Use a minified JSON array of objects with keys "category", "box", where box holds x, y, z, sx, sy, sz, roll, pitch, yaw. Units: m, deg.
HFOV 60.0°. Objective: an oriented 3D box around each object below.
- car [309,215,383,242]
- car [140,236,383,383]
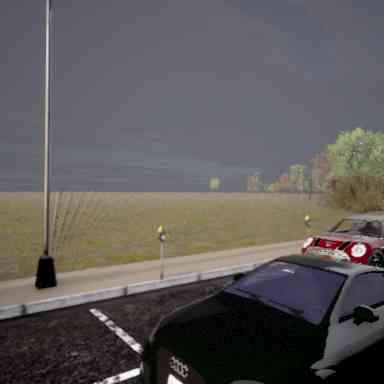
[{"category":"car","box":[4.999,1.419,9.648,4.097,1.590,1.967,0,1,-35]},{"category":"car","box":[1.488,1.556,4.130,4.181,1.385,1.994,0,0,-35]}]
